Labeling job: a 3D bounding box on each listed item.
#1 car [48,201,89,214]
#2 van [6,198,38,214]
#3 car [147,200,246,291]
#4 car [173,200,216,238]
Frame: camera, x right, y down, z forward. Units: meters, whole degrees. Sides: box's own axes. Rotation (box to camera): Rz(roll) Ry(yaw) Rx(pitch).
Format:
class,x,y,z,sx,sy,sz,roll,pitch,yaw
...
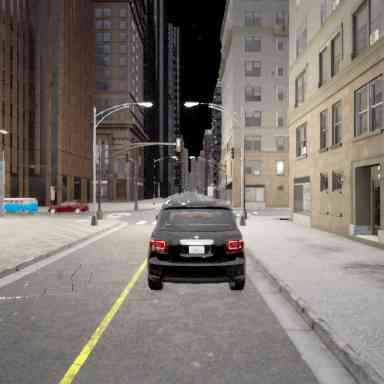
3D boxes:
class,x,y,z,sx,sy,sz,roll,pitch,yaw
car,-13.917,1.724,37.529,4.507,1.381,1.887,-1,0,0
van,-19.544,1.588,37.558,3.998,1.788,1.690,-1,0,0
car,0.115,1.223,9.187,2.150,2.045,5.566,0,0,0
car,0.126,1.357,18.636,2.097,1.767,4.553,0,0,0
